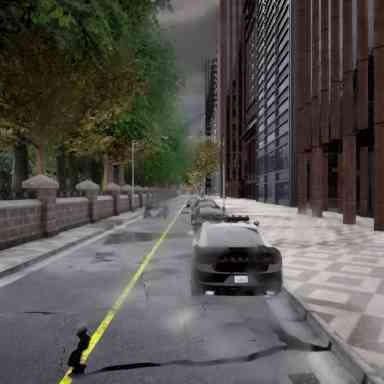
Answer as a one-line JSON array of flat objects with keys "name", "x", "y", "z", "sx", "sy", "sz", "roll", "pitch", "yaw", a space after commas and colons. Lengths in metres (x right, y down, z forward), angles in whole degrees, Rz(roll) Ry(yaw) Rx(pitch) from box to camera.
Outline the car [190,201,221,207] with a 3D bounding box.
[{"name": "car", "x": 0.964, "y": 1.494, "z": 18.684, "sx": 1.837, "sy": 1.490, "sz": 4.892, "roll": 0, "pitch": 0, "yaw": 0}]

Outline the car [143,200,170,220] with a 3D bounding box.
[{"name": "car", "x": -2.902, "y": 1.470, "z": 28.005, "sx": 2.128, "sy": 1.511, "sz": 4.902, "roll": 0, "pitch": 0, "yaw": 0}]

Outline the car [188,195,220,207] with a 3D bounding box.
[{"name": "car", "x": 0.986, "y": 1.333, "z": 24.654, "sx": 2.097, "sy": 1.767, "sz": 4.553, "roll": 0, "pitch": 0, "yaw": 0}]

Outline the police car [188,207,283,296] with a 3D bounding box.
[{"name": "police car", "x": 0.929, "y": 1.422, "z": 8.794, "sx": 1.930, "sy": 1.638, "sz": 5.238, "roll": 0, "pitch": 0, "yaw": 0}]
